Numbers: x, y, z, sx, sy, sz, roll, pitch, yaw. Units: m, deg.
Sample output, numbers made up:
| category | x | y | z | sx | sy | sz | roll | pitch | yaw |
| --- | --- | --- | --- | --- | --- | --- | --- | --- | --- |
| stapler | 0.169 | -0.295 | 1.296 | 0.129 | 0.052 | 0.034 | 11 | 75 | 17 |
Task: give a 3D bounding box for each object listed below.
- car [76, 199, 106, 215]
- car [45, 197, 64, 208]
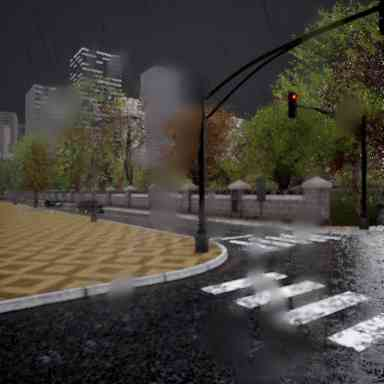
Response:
| category | x | y | z | sx | sy | sz | roll | pitch | yaw |
| --- | --- | --- | --- | --- | --- | --- | --- | --- | --- |
| car | -10.393 | 1.535 | 33.984 | 1.837 | 1.490 | 4.892 | 0 | 0 | -34 |
| car | -19.900 | 1.532 | 47.923 | 2.128 | 1.511 | 4.902 | 0 | 0 | -34 |
